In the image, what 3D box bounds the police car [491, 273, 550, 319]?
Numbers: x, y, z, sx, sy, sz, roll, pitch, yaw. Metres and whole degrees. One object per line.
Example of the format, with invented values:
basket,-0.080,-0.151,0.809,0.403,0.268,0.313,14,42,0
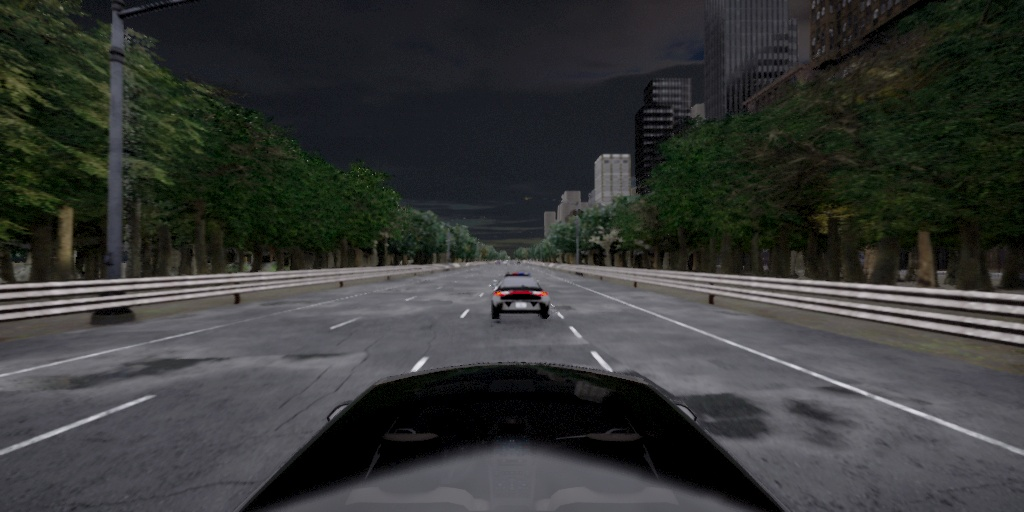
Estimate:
police car,0.222,1.429,13.817,2.038,1.542,4.974,0,-1,-2
